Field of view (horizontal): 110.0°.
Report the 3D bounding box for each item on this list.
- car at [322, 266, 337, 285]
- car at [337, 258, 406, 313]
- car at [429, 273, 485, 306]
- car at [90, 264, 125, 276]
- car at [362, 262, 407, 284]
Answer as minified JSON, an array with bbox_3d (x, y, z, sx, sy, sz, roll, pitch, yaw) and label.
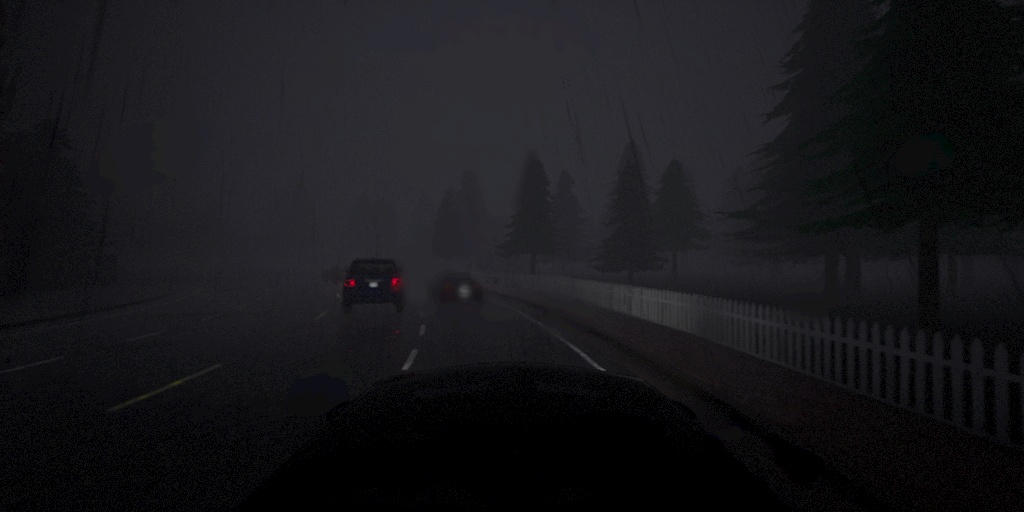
[{"bbox_3d":[-13.990,1.518,29.244,2.128,1.511,4.902,1,-1,-42],"label":"car"},{"bbox_3d":[-5.689,1.108,15.044,2.150,2.045,5.566,0,0,-19],"label":"car"},{"bbox_3d":[-2.696,1.467,16.927,1.994,1.385,4.181,0,-1,-21],"label":"car"},{"bbox_3d":[-48.508,1.649,42.681,4.902,1.511,2.128,0,-1,17],"label":"car"},{"bbox_3d":[-11.209,1.398,31.371,2.097,1.767,4.553,0,-1,-41],"label":"car"}]
